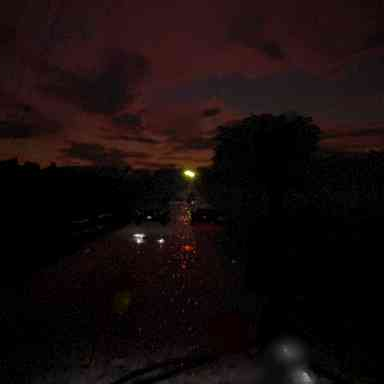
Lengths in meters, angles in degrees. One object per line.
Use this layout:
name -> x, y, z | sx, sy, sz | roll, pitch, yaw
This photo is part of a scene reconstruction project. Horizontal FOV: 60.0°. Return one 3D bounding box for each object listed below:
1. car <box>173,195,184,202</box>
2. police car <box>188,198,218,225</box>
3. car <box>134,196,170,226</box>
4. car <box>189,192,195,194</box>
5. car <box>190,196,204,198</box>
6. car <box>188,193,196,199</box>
car -> -2.671, 1.245, 66.407 | 2.033, 1.411, 5.357 | 0, 1, 0
police car -> 0.856, 1.512, 25.118 | 1.930, 1.638, 5.238 | 0, 0, 0
car -> -2.819, 1.310, 24.712 | 2.150, 2.045, 5.566 | 0, 0, 0
car -> 0.100, 0.730, 81.823 | 2.033, 1.411, 5.357 | 0, 2, 0
car -> 0.868, 1.507, 35.198 | 1.801, 1.575, 5.366 | 0, 0, 0
car -> 0.875, 1.367, 40.979 | 2.097, 1.767, 4.553 | 0, 0, 0
